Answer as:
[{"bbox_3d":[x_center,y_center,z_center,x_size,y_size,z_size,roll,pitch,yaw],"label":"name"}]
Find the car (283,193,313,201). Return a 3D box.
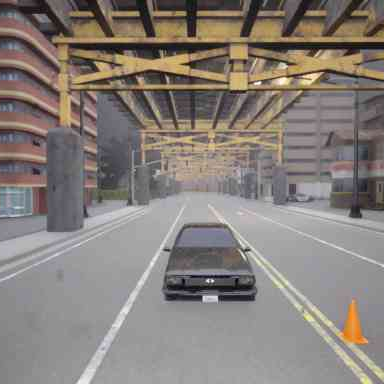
[{"bbox_3d":[17.529,0.849,54.808,4.536,1.218,1.853,0,1,-20],"label":"car"}]

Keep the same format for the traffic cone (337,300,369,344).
[{"bbox_3d":[2.455,1.949,5.076,0.340,0.580,0.340,0,0,0],"label":"traffic cone"}]

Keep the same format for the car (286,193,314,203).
[{"bbox_3d":[17.480,1.007,54.792,4.974,1.542,2.038,0,1,-20],"label":"car"}]

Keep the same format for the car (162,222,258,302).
[{"bbox_3d":[0.364,1.534,8.684,2.033,1.411,5.357,0,0,1],"label":"car"}]

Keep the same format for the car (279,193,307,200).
[{"bbox_3d":[17.876,0.802,58.925,4.536,1.218,1.853,0,1,25],"label":"car"}]

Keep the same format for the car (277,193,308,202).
[{"bbox_3d":[17.829,0.960,58.949,4.974,1.542,2.038,0,1,25],"label":"car"}]
